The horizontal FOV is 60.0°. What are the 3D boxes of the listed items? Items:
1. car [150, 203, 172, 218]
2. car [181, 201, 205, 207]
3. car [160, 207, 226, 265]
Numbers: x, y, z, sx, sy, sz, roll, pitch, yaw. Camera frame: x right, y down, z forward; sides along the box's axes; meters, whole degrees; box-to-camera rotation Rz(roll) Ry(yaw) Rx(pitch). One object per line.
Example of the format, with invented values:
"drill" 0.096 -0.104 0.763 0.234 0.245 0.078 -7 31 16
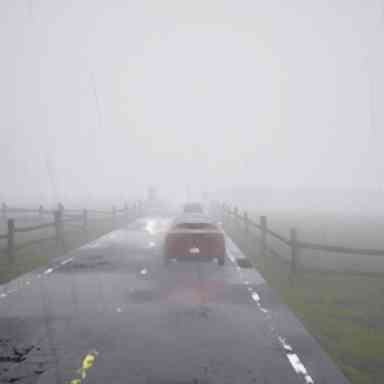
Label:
"car" -2.841 1.699 31.397 1.895 1.301 4.718 0 0 0
"car" 0.094 1.597 29.878 1.837 1.490 4.892 0 0 0
"car" 0.085 1.512 11.881 1.882 1.535 5.008 0 0 0
